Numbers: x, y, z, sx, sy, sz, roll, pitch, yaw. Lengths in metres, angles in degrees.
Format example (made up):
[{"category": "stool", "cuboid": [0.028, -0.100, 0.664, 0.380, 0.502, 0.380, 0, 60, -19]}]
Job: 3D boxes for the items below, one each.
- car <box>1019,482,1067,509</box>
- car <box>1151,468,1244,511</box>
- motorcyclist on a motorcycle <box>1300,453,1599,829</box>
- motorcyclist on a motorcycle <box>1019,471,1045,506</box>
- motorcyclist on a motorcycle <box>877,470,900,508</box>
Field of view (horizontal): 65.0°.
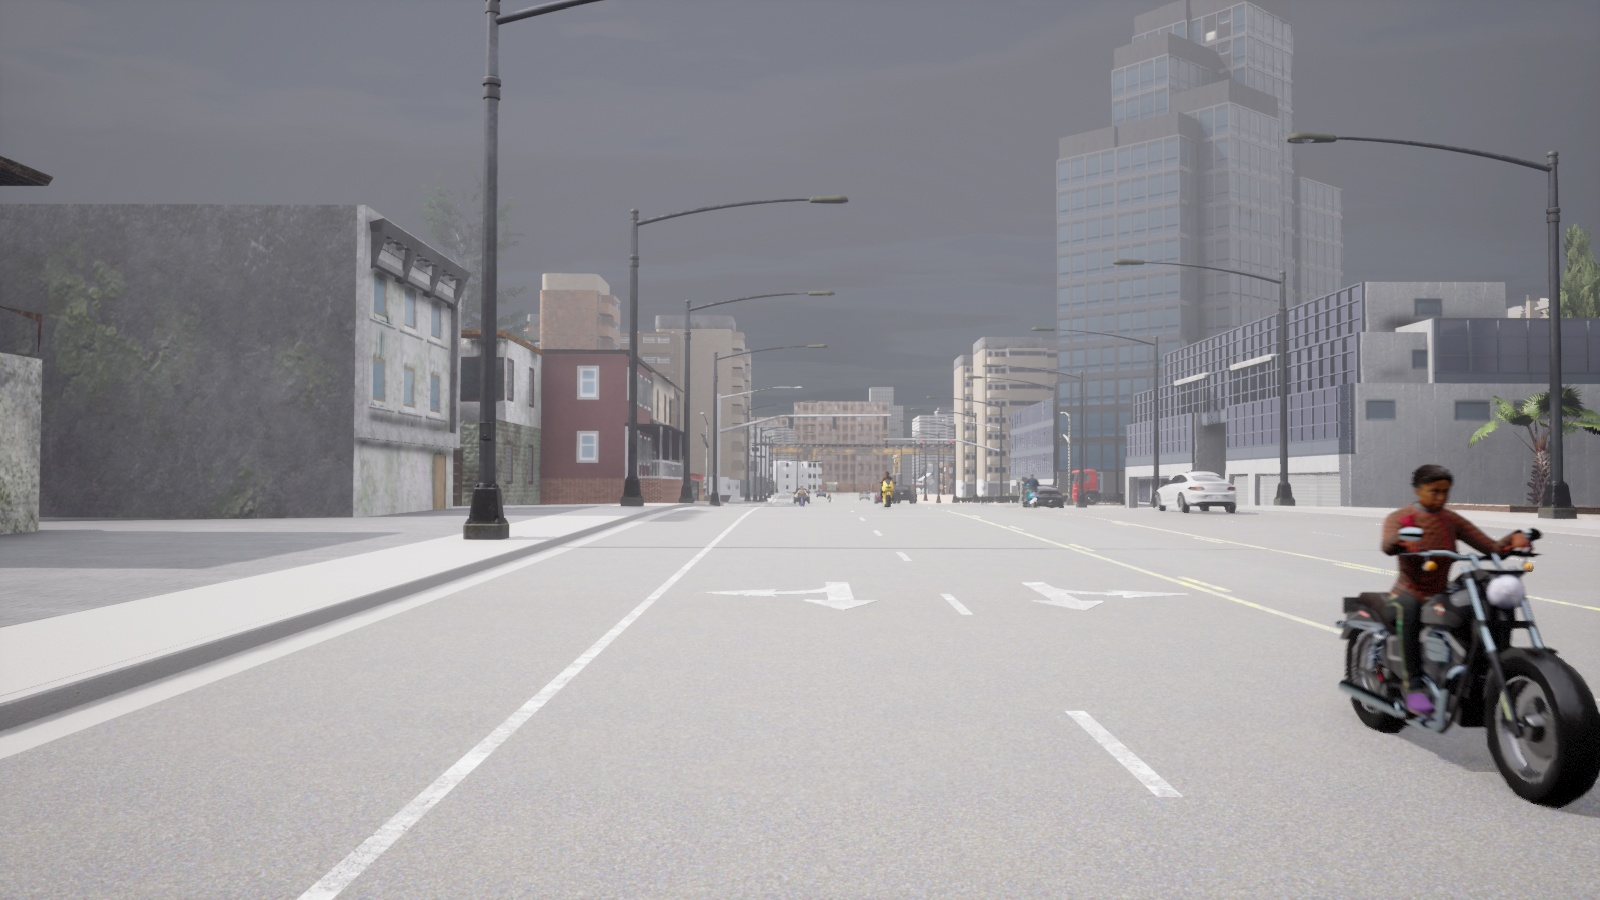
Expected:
[{"category": "car", "cuboid": [14.127, 2.684, 73.322, 1.837, 1.490, 4.892, 0, -3, 0]}, {"category": "car", "cuboid": [14.092, 1.389, 44.788, 1.812, 1.442, 4.674, 0, -1, 0]}, {"category": "motorcyclist on a motorcycle", "cuboid": [3.521, 0.851, 6.697, 0.766, 1.649, 2.350, 0, -1, 0]}, {"category": "motorcyclist on a motorcycle", "cuboid": [10.600, 1.782, 57.479, 0.866, 1.590, 1.817, 0, -2, 0]}, {"category": "motorcyclist on a motorcycle", "cuboid": [3.590, 1.584, 51.287, 0.797, 1.523, 2.044, 0, -2, 0]}]
